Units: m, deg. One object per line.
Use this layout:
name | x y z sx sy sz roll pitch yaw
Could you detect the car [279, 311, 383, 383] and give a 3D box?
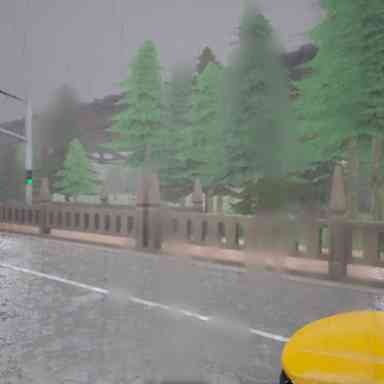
car | 2.998 1.483 1.848 5.008 1.535 1.882 1 0 36
